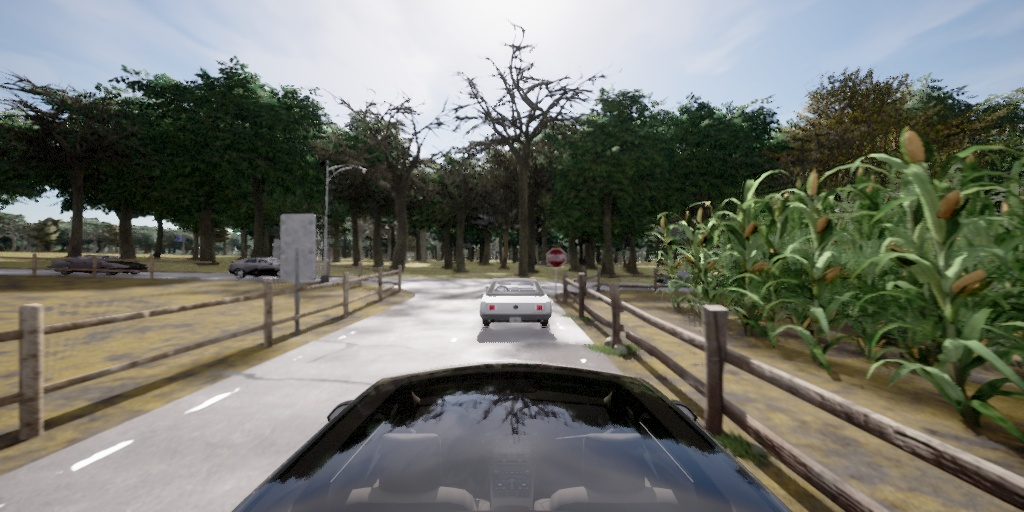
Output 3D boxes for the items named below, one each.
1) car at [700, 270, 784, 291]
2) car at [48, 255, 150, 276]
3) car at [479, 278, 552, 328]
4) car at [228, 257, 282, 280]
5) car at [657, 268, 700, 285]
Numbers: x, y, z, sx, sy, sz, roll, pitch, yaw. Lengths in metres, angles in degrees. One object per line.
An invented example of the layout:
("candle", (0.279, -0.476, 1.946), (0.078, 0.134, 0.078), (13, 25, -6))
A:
("car", (16.653, 1.696, 25.182), (5.357, 1.411, 2.033), (1, 0, 3))
("car", (-28.821, 0.622, 25.108), (5.357, 1.411, 2.033), (1, 0, -1))
("car", (0.094, 1.341, 11.362), (1.895, 1.301, 4.718), (0, 0, 0))
("car", (-17.009, 0.844, 25.090), (4.902, 1.511, 2.128), (1, 0, 0))
("car", (13.363, 1.637, 27.969), (4.181, 1.385, 1.994), (1, 0, 0))
